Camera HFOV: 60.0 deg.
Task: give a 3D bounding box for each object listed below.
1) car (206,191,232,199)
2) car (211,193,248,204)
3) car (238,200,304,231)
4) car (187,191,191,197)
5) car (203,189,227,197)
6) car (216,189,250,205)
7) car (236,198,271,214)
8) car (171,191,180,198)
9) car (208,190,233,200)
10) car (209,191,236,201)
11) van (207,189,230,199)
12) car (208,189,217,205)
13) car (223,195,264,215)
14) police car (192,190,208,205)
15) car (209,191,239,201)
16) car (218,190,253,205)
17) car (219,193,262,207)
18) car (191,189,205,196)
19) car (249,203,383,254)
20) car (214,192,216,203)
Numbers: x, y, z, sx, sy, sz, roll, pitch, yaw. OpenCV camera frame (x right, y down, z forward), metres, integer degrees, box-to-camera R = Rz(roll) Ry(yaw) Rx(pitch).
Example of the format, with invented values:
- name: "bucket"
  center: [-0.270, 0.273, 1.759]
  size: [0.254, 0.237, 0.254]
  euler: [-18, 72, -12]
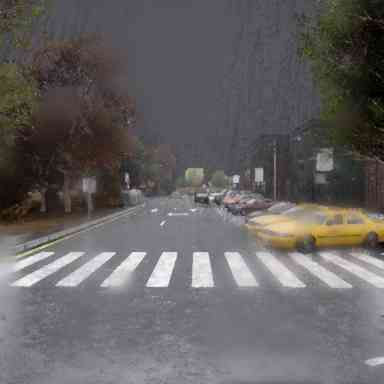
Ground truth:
- name: "car"
  center: [5.656, 0.697, 69.862]
  size: [5.008, 1.535, 2.097]
  euler: [1, 0, -20]
- name: "car"
  center: [5.491, 0.940, 48.827]
  size: [4.792, 1.488, 2.163]
  euler: [1, 1, -20]
- name: "car"
  center: [5.156, 1.320, 15.762]
  size: [5.366, 1.575, 1.946]
  euler: [0, 1, -20]
- name: "car"
  center: [0.340, 0.450, 83.045]
  size: [1.812, 1.442, 4.674]
  euler: [0, 1, 0]
- name: "car"
  center: [5.746, 0.303, 84.895]
  size: [5.566, 2.045, 2.435]
  euler: [1, 0, -20]
- name: "car"
  center: [5.466, 0.926, 36.836]
  size: [4.553, 1.767, 2.185]
  euler: [1, 1, -20]
- name: "car"
  center: [5.347, 1.285, 18.826]
  size: [4.892, 1.521, 2.231]
  euler: [1, 1, -20]
- name: "car"
  center: [-3.735, 0.475, 75.905]
  size: [2.097, 1.767, 4.553]
  euler: [0, 1, 0]
- name: "car"
  center: [5.680, 0.600, 66.857]
  size: [4.553, 1.767, 2.185]
  euler: [1, 1, -20]
- name: "car"
  center: [5.576, 0.658, 60.841]
  size: [4.553, 1.767, 2.185]
  euler: [1, 0, -20]
- name: "van"
  center: [5.791, 0.444, 72.904]
  size: [4.442, 1.987, 1.878]
  euler: [1, 0, -20]
- name: "car"
  center: [5.465, 0.728, 42.809]
  size: [5.566, 2.045, 2.435]
  euler: [1, 1, -20]
- name: "car"
  center: [5.380, 1.205, 27.826]
  size: [4.674, 1.452, 2.002]
  euler: [0, 1, -20]
- name: "police car"
  center: [1.347, 0.875, 46.671]
  size: [1.930, 1.638, 5.238]
  euler: [0, 1, 0]
- name: "car"
  center: [5.555, 0.689, 57.840]
  size: [4.553, 1.767, 2.185]
  euler: [1, 0, -20]
- name: "car"
  center: [5.446, 0.963, 33.835]
  size: [4.553, 1.767, 2.185]
  euler: [1, 1, -20]
- name: "car"
  center: [5.367, 1.155, 30.817]
  size: [4.792, 1.488, 2.163]
  euler: [1, 1, -20]
- name: "car"
  center: [1.414, 0.546, 56.589]
  size: [2.150, 2.045, 5.566]
  euler: [0, 1, 0]
- name: "car"
  center: [5.150, 1.359, 12.761]
  size: [5.366, 1.575, 1.946]
  euler: [1, 1, -20]
- name: "car"
  center: [5.450, 1.055, 39.834]
  size: [4.674, 1.452, 2.002]
  euler: [1, 0, -20]
